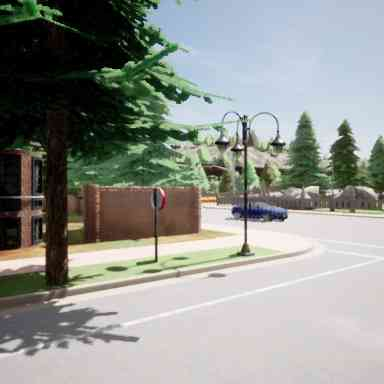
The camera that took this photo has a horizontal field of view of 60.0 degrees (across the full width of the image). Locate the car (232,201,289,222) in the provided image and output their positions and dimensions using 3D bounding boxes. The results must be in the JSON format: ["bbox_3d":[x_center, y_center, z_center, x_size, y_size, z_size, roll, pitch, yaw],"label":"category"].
[{"bbox_3d":[5.356,1.513,26.681,1.882,1.535,5.008,0,0,-38],"label":"car"}]
